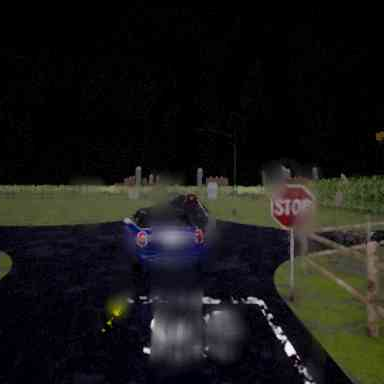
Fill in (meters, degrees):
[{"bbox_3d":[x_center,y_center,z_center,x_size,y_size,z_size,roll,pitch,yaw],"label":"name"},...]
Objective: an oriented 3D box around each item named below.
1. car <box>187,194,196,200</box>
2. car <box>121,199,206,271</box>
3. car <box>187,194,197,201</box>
[{"bbox_3d":[-0.079,1.022,72.589,1.895,1.301,4.718,0,0,0],"label":"car"},{"bbox_3d":[-1.126,1.262,10.993,2.097,1.767,4.553,0,1,-16],"label":"car"},{"bbox_3d":[-0.068,1.072,62.138,1.882,1.535,5.008,0,0,0],"label":"car"}]
